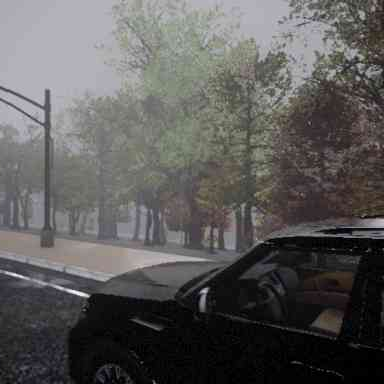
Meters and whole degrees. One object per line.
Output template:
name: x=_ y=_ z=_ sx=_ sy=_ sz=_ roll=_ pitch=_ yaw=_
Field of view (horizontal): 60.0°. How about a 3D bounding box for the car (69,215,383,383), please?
car: x=1.392 y=1.221 z=2.679 sx=5.566 sy=2.045 sz=2.150 roll=0 pitch=0 yaw=35
